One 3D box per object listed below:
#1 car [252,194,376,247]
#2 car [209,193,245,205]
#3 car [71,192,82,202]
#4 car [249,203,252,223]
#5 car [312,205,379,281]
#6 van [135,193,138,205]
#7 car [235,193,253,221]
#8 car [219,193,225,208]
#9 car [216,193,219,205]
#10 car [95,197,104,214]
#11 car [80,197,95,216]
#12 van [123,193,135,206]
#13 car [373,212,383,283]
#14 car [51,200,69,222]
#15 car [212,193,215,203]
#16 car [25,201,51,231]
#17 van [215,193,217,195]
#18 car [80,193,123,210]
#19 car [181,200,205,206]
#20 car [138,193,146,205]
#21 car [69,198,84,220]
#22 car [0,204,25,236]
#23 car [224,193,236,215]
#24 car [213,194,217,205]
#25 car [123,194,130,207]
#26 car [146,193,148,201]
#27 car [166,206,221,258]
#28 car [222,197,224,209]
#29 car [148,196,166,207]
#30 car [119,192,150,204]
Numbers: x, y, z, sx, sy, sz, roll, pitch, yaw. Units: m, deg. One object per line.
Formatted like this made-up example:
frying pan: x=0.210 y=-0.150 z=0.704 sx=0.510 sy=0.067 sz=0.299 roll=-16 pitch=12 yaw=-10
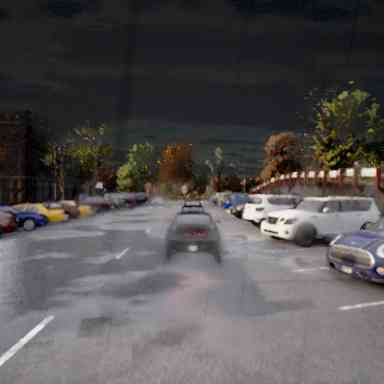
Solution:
car: x=5.908 y=1.216 z=15.025 sx=5.566 sy=2.045 sz=2.435 roll=1 pitch=0 yaw=-20
car: x=6.000 y=1.160 z=57.367 sx=5.566 sy=2.045 sz=2.435 roll=1 pitch=0 yaw=-20
car: x=-26.631 y=1.135 z=76.826 sx=2.435 sy=2.045 sz=5.566 roll=0 pitch=1 yaw=-19
car: x=5.904 y=1.493 z=18.048 sx=4.792 sy=1.488 sz=2.163 roll=1 pitch=0 yaw=-20
car: x=5.950 y=1.350 z=9.006 sx=4.553 sy=1.767 sz=2.185 roll=1 pitch=0 yaw=-20
van: x=-11.088 y=1.198 z=51.580 sx=4.442 sy=1.987 sz=1.878 roll=-1 pitch=0 yaw=-20
car: x=5.969 y=1.209 z=21.092 sx=5.566 sy=2.045 sz=2.435 roll=1 pitch=0 yaw=-20
car: x=5.980 y=1.194 z=33.182 sx=5.566 sy=2.045 sz=2.435 roll=1 pitch=0 yaw=-20
car: x=5.923 y=1.307 z=42.237 sx=4.553 sy=1.767 sz=2.185 roll=1 pitch=0 yaw=-20
car: x=-10.975 y=1.479 z=30.928 sx=4.792 sy=1.488 sz=2.163 roll=-1 pitch=0 yaw=-20
car: x=-11.172 y=1.453 z=27.882 sx=5.366 sy=1.575 sz=1.946 roll=-1 pitch=0 yaw=-20
van: x=-11.092 y=1.202 z=48.621 sx=4.442 sy=1.987 sz=1.878 roll=-1 pitch=0 yaw=-20
car: x=5.953 y=1.353 z=5.979 sx=4.553 sy=1.767 sz=2.185 roll=1 pitch=0 yaw=-20
car: x=-11.179 y=1.461 z=21.964 sx=5.366 sy=1.575 sz=1.946 roll=-1 pitch=0 yaw=-20
car: x=6.004 y=1.295 z=51.308 sx=4.553 sy=1.767 sz=2.185 roll=1 pitch=0 yaw=-20
car: x=-11.009 y=1.465 z=19.068 sx=5.008 sy=1.535 sz=2.097 roll=-1 pitch=0 yaw=-20
van: x=6.077 y=1.200 z=48.325 sx=4.442 sy=1.987 sz=1.878 roll=1 pitch=0 yaw=-20
car: x=-11.020 y=1.314 z=39.779 sx=4.553 sy=1.767 sz=2.185 roll=-1 pitch=0 yaw=-20
car: x=0.069 y=1.458 z=28.126 sx=2.128 sy=1.511 sz=4.902 roll=0 pitch=0 yaw=0
car: x=-10.953 y=1.166 z=54.597 sx=5.566 sy=2.045 sz=2.435 roll=-1 pitch=0 yaw=-20
car: x=-11.005 y=1.457 z=24.998 sx=5.008 sy=1.535 sz=2.097 roll=-1 pitch=0 yaw=-20
car: x=-11.039 y=1.498 z=16.102 sx=4.792 sy=1.488 sz=2.163 roll=-1 pitch=0 yaw=-20
car: x=5.914 y=1.201 z=27.120 sx=5.566 sy=2.045 sz=2.435 roll=1 pitch=0 yaw=-20
car: x=5.970 y=1.430 z=45.258 sx=4.892 sy=1.521 sz=2.231 roll=1 pitch=0 yaw=-20
car: x=-10.986 y=1.436 z=42.754 sx=4.892 sy=1.521 sz=2.231 roll=-1 pitch=0 yaw=-20
car: x=-10.949 y=1.161 z=57.557 sx=5.566 sy=2.045 sz=2.435 roll=-1 pitch=0 yaw=-20
car: x=0.050 y=1.489 z=12.692 sx=1.837 sy=1.490 sz=4.892 roll=0 pitch=0 yaw=0
car: x=5.772 y=1.444 z=30.083 sx=5.366 sy=1.575 sz=1.946 roll=1 pitch=0 yaw=-20
car: x=-5.058 y=1.463 z=49.915 sx=1.812 sy=1.442 sz=4.674 roll=0 pitch=0 yaw=0
car: x=-10.988 y=1.153 z=63.441 sx=5.566 sy=2.045 sz=2.435 roll=-1 pitch=0 yaw=-20
